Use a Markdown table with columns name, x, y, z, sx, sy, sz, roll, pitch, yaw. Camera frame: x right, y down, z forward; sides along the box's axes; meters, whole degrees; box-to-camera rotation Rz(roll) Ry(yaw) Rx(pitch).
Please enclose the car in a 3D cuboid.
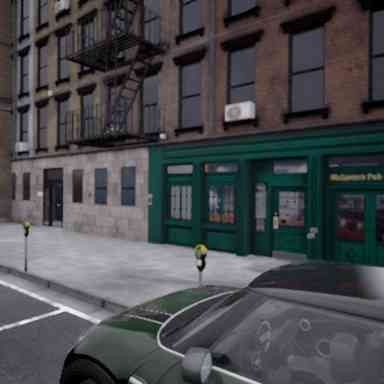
| name | x | y | z | sx | sy | sz | roll | pitch | yaw |
| --- | --- | --- | --- | --- | --- | --- | --- | --- | --- |
| car | 0.970 | 1.351 | 2.502 | 4.553 | 1.767 | 2.097 | 1 | 0 | 38 |
